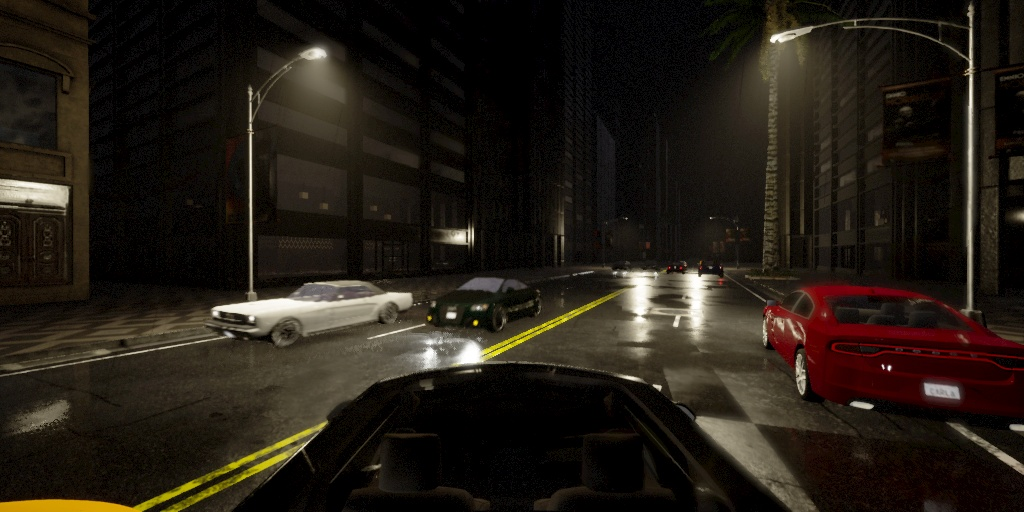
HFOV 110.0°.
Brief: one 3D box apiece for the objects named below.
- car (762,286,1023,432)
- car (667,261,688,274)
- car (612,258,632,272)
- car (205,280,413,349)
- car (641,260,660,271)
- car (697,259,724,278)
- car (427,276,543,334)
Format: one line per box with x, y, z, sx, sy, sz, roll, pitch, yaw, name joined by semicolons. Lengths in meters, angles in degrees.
5.514;1.228;5.852;1.882;1.535;5.008;0;0;27;car
18.656;1.317;40.748;2.033;1.411;5.357;0;0;27;car
14.661;1.321;47.625;2.033;1.411;5.357;0;0;27;car
-4.953;1.351;9.524;1.895;1.301;4.718;0;0;27;car
18.844;1.302;48.642;1.812;1.442;4.674;0;0;27;car
19.295;1.118;34.925;2.097;1.767;4.553;0;0;27;car
-0.627;1.314;10.827;1.994;1.385;4.181;0;0;27;car
